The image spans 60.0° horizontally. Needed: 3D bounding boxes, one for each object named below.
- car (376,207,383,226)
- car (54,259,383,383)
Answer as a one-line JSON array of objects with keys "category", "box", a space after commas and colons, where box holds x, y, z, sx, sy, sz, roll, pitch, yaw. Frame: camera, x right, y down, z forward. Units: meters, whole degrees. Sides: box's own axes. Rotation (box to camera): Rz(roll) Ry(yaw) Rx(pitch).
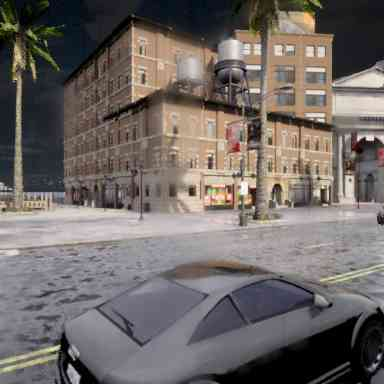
[{"category": "car", "box": [14.298, 1.418, 22.350, 4.892, 1.490, 1.837, 0, 0, -35]}, {"category": "car", "box": [0.592, 1.564, 4.075, 4.181, 1.385, 1.994, 0, 0, -36]}]
